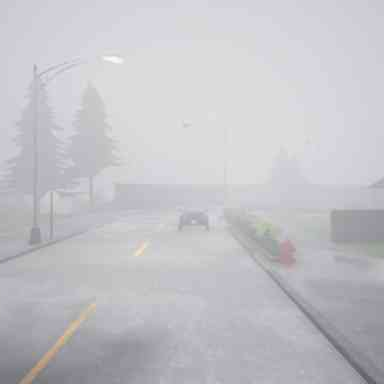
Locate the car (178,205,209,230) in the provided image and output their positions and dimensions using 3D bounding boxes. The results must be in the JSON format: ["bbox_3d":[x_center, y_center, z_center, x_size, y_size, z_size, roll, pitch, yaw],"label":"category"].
[{"bbox_3d":[0.109,1.525,21.143,1.812,1.442,4.674,0,0,0],"label":"car"}]

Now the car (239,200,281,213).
[{"bbox_3d":[7.838,1.547,36.553,5.357,1.411,2.033,0,0,4],"label":"car"}]
